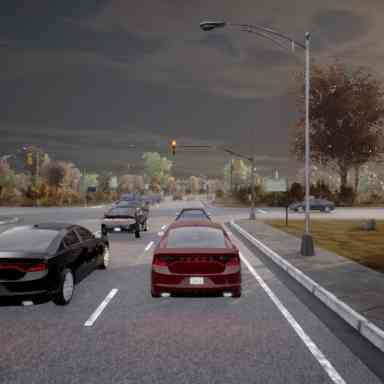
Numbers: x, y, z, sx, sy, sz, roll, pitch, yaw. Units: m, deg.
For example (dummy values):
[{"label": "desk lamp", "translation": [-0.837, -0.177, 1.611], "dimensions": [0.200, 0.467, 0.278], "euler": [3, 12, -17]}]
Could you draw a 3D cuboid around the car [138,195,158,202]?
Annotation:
[{"label": "car", "translation": [-7.219, 1.564, 55.402], "dimensions": [1.994, 1.385, 4.181], "euler": [0, 0, -1]}]

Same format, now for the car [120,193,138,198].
[{"label": "car", "translation": [-10.681, 1.221, 55.821], "dimensions": [2.150, 2.045, 5.566], "euler": [0, 0, 2]}]

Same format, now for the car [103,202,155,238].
[{"label": "car", "translation": [-3.432, 1.491, 17.592], "dimensions": [2.128, 1.511, 4.902], "euler": [0, 0, -1]}]

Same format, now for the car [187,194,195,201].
[{"label": "car", "translation": [-0.198, 1.348, 85.774], "dimensions": [2.097, 1.767, 4.553], "euler": [0, 0, 0]}]

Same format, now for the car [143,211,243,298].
[{"label": "car", "translation": [0.082, 1.478, 8.580], "dimensions": [1.882, 1.535, 5.008], "euler": [0, 0, 0]}]

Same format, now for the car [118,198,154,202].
[{"label": "car", "translation": [-5.705, 1.505, 28.967], "dimensions": [1.837, 1.490, 4.892], "euler": [-2, -1, 29]}]

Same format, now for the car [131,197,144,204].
[{"label": "car", "translation": [-10.681, 1.601, 65.588], "dimensions": [1.895, 1.301, 4.718], "euler": [0, 0, 0]}]

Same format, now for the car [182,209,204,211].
[{"label": "car", "translation": [0.062, 1.564, 17.569], "dimensions": [1.994, 1.385, 4.181], "euler": [0, 0, 0]}]

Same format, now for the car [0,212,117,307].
[{"label": "car", "translation": [-3.416, 1.478, 8.106], "dimensions": [1.882, 1.535, 5.008], "euler": [0, 0, 0]}]

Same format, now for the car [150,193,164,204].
[{"label": "car", "translation": [-7.192, 1.221, 64.515], "dimensions": [2.150, 2.045, 5.566], "euler": [0, 0, 1]}]

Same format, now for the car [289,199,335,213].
[{"label": "car", "translation": [13.294, 1.504, 36.965], "dimensions": [4.892, 1.490, 1.837], "euler": [0, 0, 3]}]

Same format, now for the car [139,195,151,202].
[{"label": "car", "translation": [-10.679, 1.500, 75.869], "dimensions": [1.837, 1.490, 4.892], "euler": [0, 0, 0]}]

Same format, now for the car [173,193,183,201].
[{"label": "car", "translation": [-3.697, 1.217, 85.409], "dimensions": [2.150, 2.045, 5.566], "euler": [0, 0, 0]}]
